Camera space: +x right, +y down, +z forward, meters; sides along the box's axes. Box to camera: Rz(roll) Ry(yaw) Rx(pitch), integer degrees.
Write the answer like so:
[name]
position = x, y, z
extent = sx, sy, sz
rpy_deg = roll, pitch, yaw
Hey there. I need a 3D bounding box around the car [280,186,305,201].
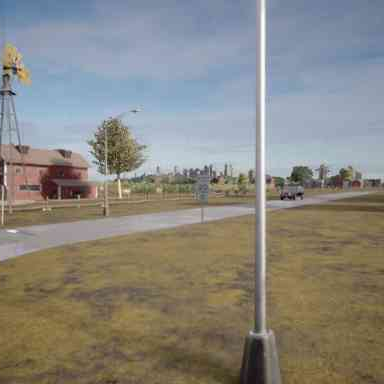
[car]
position = 14.913, 0.170, 49.170
extent = 2.150, 2.045, 5.566
rpy_deg = 1, 2, 36
